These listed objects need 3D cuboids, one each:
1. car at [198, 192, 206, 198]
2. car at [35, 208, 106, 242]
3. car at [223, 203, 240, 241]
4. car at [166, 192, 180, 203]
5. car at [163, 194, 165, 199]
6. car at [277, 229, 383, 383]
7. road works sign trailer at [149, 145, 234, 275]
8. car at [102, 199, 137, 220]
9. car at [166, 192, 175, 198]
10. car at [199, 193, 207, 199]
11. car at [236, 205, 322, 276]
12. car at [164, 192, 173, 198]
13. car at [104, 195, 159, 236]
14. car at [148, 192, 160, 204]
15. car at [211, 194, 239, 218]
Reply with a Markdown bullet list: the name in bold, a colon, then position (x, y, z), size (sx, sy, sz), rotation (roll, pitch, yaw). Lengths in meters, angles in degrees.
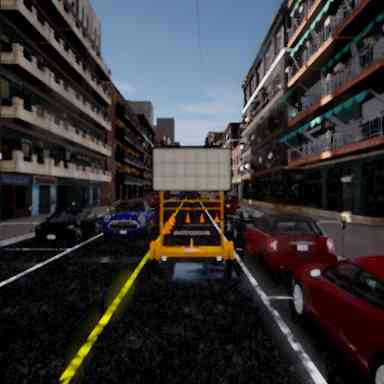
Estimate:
- **car**: position (2.637, 0.812, 88.937), size (1.887, 1.381, 4.507), rotation (0, 0, 0)
- **car**: position (-5.697, 1.440, 15.664), size (1.947, 1.339, 4.313), rotation (0, 0, 0)
- **car**: position (2.684, 1.425, 15.666), size (2.008, 1.369, 4.403), rotation (0, 0, 0)
- **car**: position (-3.096, 1.052, 58.064), size (1.812, 1.442, 4.674), rotation (0, 0, 0)
- **car**: position (-5.717, 0.912, 49.481), size (2.192, 1.841, 5.009), rotation (0, 0, 0)
- **car**: position (2.691, 1.509, 4.394), size (1.887, 1.381, 4.507), rotation (0, 0, 0)
- **road works sign trailer**: position (-0.004, 0.383, 10.152), size (2.380, 3.560, 2.880), rotation (0, 0, 0)
- **car**: position (-5.704, 1.310, 26.766), size (1.752, 1.417, 4.829), rotation (0, 0, 0)
- **car**: position (-5.743, 0.812, 88.936), size (1.887, 1.381, 4.507), rotation (0, 0, 0)
- **car**: position (2.644, 0.886, 77.834), size (1.752, 1.417, 4.829), rotation (0, 0, 0)
- **car**: position (2.687, 1.360, 10.030), size (1.967, 1.590, 4.097), rotation (0, 0, 0)
- **car**: position (-5.739, 0.755, 83.298), size (1.967, 1.590, 4.097), rotation (0, 0, 0)
- **car**: position (-3.109, 1.214, 17.242), size (2.097, 1.767, 4.553), rotation (0, 0, 0)
- **car**: position (-5.715, 1.084, 43.845), size (1.967, 1.590, 4.097), rotation (0, 0, 0)
- **car**: position (2.678, 1.098, 26.937), size (2.192, 1.841, 5.009), rotation (0, 0, 0)
